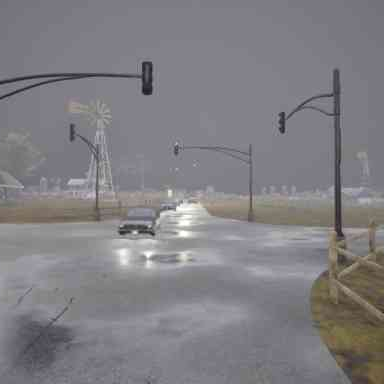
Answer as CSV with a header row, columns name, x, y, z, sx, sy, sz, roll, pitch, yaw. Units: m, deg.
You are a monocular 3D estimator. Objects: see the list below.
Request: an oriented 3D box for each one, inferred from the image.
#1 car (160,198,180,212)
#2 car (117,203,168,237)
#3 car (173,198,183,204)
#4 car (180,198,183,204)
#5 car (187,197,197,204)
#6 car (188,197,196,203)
name,x,y,z,sx,sy,sz,roll,pitch,yaw
car,-2.874,1.659,39.830,1.994,1.385,4.181,0,0,0
car,-2.718,1.548,18.543,2.033,1.411,5.357,1,0,0
car,-2.783,1.856,69.199,1.895,1.301,4.718,0,0,0
car,-2.869,1.664,54.763,2.128,1.511,4.902,0,0,0
car,0.062,1.788,69.141,1.812,1.442,4.674,0,0,0
car,-0.035,1.859,79.154,1.812,1.442,4.674,0,0,0
